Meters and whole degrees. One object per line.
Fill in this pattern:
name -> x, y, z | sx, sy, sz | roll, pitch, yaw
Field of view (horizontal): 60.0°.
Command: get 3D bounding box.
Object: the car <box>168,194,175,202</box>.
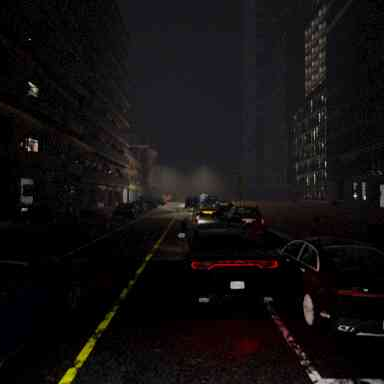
car -> -5.654, 1.409, 73.482 | 2.192, 1.841, 5.009 | 1, 0, 0

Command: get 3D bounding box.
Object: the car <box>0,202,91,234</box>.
car -> -5.672, 1.329, 12.215 | 2.192, 1.841, 5.009 | 1, 0, 0

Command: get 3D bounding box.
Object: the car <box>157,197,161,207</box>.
car -> -5.665, 1.581, 45.463 | 1.752, 1.417, 4.829 | 1, 0, 0

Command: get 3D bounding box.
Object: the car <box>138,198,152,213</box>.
car -> -5.669, 1.592, 34.493 | 2.008, 1.369, 4.403 | 1, 0, 0

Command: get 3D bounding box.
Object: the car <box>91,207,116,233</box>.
car -> -5.674, 1.565, 17.784 | 1.887, 1.381, 4.507 | 1, 0, 0

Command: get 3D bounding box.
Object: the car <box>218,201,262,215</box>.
car -> 2.708, 1.460, 17.781 | 1.967, 1.590, 4.097 | 1, 0, 0

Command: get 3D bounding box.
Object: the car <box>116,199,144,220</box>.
car -> -5.671, 1.600, 28.924 | 1.947, 1.339, 4.313 | 1, 0, 0

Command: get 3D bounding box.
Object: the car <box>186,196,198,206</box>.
car -> 0.018, 1.564, 58.611 | 2.128, 1.511, 4.902 | 0, 0, 0

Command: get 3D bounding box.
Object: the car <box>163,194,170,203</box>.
car -> -5.660, 1.603, 62.172 | 1.752, 1.417, 4.829 | 1, 0, 0

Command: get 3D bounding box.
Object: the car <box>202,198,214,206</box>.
car -> 2.718, 1.652, 56.768 | 1.802, 1.307, 4.206 | 1, 0, 0

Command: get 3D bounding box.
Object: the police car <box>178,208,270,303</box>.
police car -> 0.687, 1.434, 8.425 | 1.930, 1.638, 5.238 | 0, 0, -2

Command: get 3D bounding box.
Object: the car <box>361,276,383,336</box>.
car -> 2.701, 1.552, 1.073 | 2.008, 1.369, 4.403 | 1, 0, 0

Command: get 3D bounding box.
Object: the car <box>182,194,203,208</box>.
car -> 0.052, 1.409, 46.193 | 2.097, 1.767, 4.553 | 0, 0, 0

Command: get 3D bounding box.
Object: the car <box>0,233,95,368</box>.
car -> -3.098, 1.606, 4.962 | 1.895, 1.301, 4.718 | 0, 0, 0

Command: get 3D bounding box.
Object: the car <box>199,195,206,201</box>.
car -> 2.728, 1.645, 90.356 | 1.752, 1.417, 4.829 | 1, 0, 0

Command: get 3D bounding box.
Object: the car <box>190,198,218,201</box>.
car -> 0.907, 1.484, 24.519 | 1.801, 1.575, 5.366 | 0, 0, 0

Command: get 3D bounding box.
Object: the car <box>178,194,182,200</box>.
car -> -2.972, 1.475, 93.139 | 2.097, 1.767, 4.553 | 0, 0, 0

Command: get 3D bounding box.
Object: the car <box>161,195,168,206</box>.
car -> -5.662, 1.621, 56.771 | 2.008, 1.369, 4.403 | 1, 0, 0

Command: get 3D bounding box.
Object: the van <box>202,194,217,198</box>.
van -> 2.718, 1.397, 45.630 | 1.690, 1.788, 3.998 | 1, 0, 0

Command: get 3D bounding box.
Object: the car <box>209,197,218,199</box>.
car -> 2.711, 1.474, 28.921 | 1.967, 1.590, 4.097 | 1, 0, 0

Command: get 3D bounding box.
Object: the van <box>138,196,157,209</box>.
van -> -5.664, 1.390, 40.064 | 1.690, 1.788, 3.998 | 1, 0, 0

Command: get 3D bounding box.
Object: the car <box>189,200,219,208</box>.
car -> 0.886, 1.477, 18.519 | 1.801, 1.575, 5.366 | 0, 0, 0

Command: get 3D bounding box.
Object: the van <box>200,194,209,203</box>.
van -> 2.726, 1.435, 73.479 | 1.690, 1.788, 3.998 | 1, 0, 0

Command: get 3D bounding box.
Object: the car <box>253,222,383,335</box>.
car -> 2.703, 1.558, 6.641 | 2.008, 1.369, 4.403 | 1, 0, 0

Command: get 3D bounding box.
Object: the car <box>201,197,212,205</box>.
car -> 2.720, 1.603, 62.508 | 1.752, 1.417, 4.829 | 1, 0, 0
